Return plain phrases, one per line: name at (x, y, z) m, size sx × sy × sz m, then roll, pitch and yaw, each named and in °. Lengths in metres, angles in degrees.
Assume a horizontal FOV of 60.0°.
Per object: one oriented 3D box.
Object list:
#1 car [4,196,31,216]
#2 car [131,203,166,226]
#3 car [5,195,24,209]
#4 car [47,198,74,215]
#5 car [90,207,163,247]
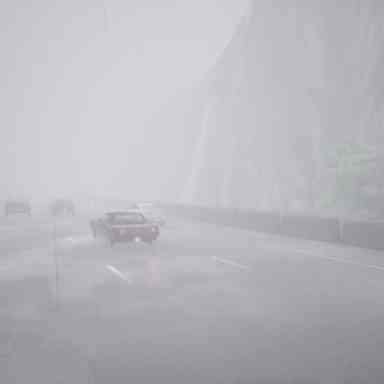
car at (-15.429, 1.258, 29.464) m, size 1.882 × 1.535 × 5.008 m, roll 0°, pitch 1°, yaw -29°
car at (-3.277, 1.449, 22.206) m, size 1.812 × 1.442 × 4.674 m, roll 0°, pitch 0°, yaw -30°
car at (-20.847, 1.146, 39.026) m, size 1.812 × 1.442 × 4.674 m, roll 0°, pitch 1°, yaw -30°
car at (-12.274, 1.293, 30.993) m, size 1.837 × 1.490 × 4.892 m, roll 0°, pitch 0°, yaw -30°
car at (-3.259, 1.562, 15.071) m, size 1.895 × 1.301 × 4.718 m, roll 0°, pitch 0°, yaw -30°
